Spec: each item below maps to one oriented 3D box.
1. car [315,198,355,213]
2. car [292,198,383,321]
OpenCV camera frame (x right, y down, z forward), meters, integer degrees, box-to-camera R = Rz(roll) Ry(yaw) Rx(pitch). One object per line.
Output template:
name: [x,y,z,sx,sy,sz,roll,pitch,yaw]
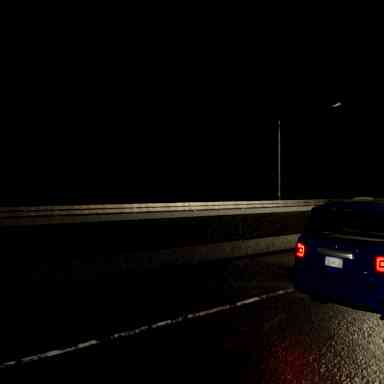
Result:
car: [15.863,1.493,36.790,4.892,1.490,1.837,0,0,-35]
car: [4.452,1.219,6.917,5.566,2.045,2.150,0,0,-36]
